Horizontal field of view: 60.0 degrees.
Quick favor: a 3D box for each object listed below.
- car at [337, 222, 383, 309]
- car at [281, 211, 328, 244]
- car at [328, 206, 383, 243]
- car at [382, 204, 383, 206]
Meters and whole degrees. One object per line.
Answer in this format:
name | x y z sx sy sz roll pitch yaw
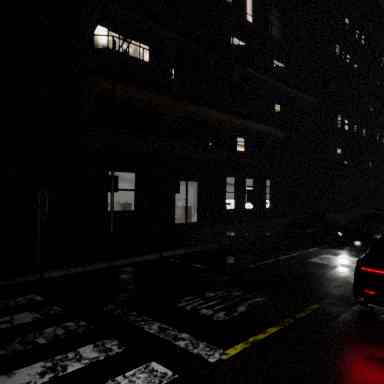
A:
car | 5.007 1.509 6.988 4.892 1.490 1.837 0 0 -45
car | 5.909 1.600 15.886 4.206 1.307 1.802 0 1 -45
car | 8.169 1.561 14.497 5.357 1.411 2.033 0 0 -45
car | 13.652 1.547 23.575 4.829 1.417 1.752 0 1 -45
